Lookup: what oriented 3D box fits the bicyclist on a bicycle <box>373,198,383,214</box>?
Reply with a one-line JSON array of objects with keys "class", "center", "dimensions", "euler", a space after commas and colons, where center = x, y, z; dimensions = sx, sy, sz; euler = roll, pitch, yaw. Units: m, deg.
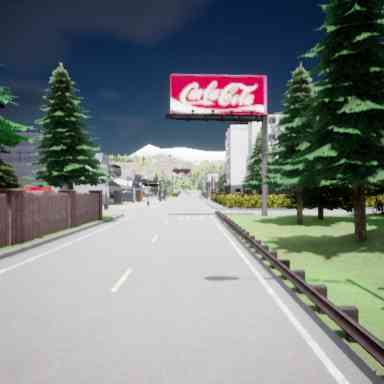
[{"class": "bicyclist on a bicycle", "center": [19.340, 1.474, 34.591], "dimensions": [0.582, 1.620, 1.656], "euler": [-2, -3, -13]}]
